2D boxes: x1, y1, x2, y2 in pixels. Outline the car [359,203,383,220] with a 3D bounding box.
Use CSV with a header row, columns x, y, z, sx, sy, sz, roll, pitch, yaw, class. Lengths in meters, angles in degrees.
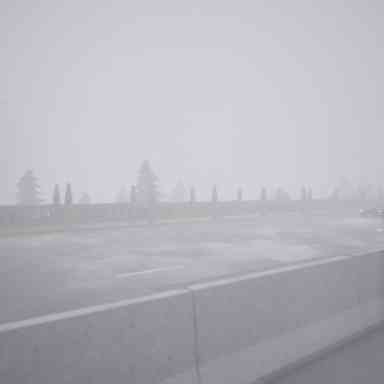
x,y,z,sx,sy,sz,roll,pitch,yaw,class
16.393,1.617,28.566,4.718,1.301,1.895,0,0,-35,car
